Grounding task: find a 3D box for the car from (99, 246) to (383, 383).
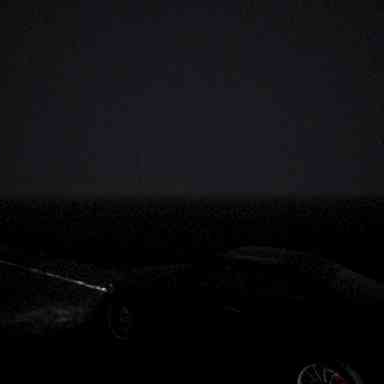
[{"bbox_3d":[0.735,1.505,4.637,4.674,1.442,1.812,1,0,36],"label":"car"}]
